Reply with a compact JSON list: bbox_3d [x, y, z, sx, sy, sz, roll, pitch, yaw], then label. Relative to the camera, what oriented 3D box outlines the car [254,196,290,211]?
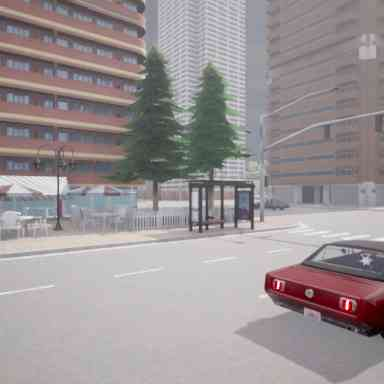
[{"bbox_3d":[9.974,1.602,42.737,2.033,1.411,5.357,0,0,-36],"label":"car"}]

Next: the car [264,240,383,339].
[{"bbox_3d":[3.663,1.601,6.421,4.718,1.301,1.895,0,0,-36],"label":"car"}]
